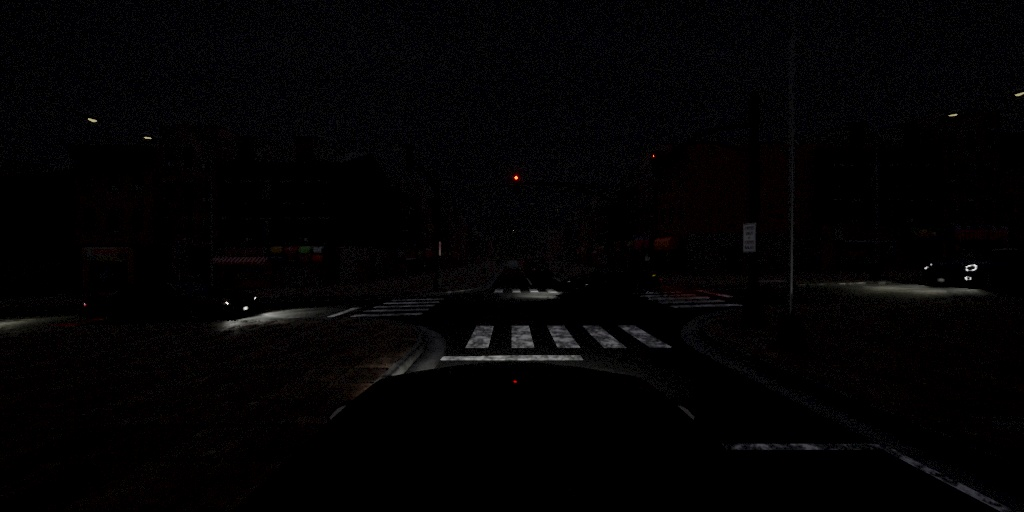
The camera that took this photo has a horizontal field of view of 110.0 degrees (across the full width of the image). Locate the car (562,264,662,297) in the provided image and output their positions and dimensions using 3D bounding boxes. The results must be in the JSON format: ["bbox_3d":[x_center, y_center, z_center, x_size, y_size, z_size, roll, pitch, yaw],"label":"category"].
[{"bbox_3d":[4.812,1.142,17.635,4.674,1.442,1.812,-4,-1,16],"label":"car"}]

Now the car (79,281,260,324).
[{"bbox_3d":[-12.587,1.643,13.344,5.357,1.411,2.033,-2,0,0],"label":"car"}]

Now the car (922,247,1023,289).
[{"bbox_3d":[21.810,0.465,16.358,4.553,1.767,2.097,-1,0,0],"label":"car"}]

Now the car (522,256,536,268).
[{"bbox_3d":[2.973,1.107,64.406,2.150,2.045,5.566,0,0,0],"label":"car"}]

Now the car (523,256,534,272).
[{"bbox_3d":[2.632,1.112,38.575,2.192,1.841,5.009,0,0,0],"label":"car"}]

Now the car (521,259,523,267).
[{"bbox_3d":[2.631,1.127,43.978,2.192,1.841,5.009,0,0,0],"label":"car"}]

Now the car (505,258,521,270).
[{"bbox_3d":[0.093,1.365,53.270,1.812,1.442,4.674,0,0,0],"label":"car"}]

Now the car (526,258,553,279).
[{"bbox_3d":[2.633,1.225,33.174,1.967,1.591,4.097,0,0,0],"label":"car"}]
